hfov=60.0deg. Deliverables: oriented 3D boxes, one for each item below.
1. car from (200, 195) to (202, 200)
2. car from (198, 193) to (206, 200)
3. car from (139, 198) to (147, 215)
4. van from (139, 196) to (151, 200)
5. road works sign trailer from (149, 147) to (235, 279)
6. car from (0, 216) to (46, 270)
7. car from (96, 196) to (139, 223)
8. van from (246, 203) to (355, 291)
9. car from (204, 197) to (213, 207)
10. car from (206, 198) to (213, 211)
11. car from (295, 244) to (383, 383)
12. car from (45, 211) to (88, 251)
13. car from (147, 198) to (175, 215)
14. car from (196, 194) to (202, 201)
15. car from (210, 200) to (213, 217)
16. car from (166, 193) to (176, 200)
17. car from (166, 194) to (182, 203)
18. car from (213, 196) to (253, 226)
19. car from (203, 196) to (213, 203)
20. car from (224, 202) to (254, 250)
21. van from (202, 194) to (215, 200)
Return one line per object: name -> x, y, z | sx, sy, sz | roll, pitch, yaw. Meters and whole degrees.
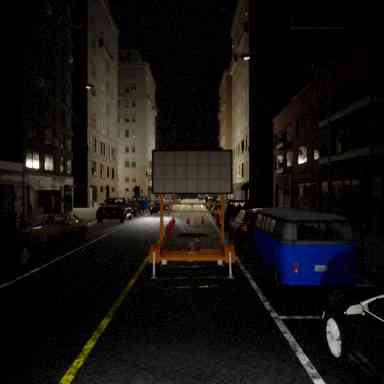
car -> 2.699, 1.501, 54.243 | 1.752, 1.417, 4.829 | 0, 0, 0
car -> 2.722, 1.237, 92.439 | 2.192, 1.841, 5.009 | 0, 0, 0
car -> -5.840, 1.545, 31.387 | 2.008, 1.369, 4.403 | 0, 0, 0
van -> -5.837, 1.335, 37.055 | 1.690, 1.788, 3.998 | 0, 0, 0
road works sign trailer -> 0.005, 0.463, 10.030 | 2.380, 3.560, 2.880 | 0, 0, 0
car -> -5.854, 1.544, 8.714 | 1.887, 1.381, 4.507 | 0, 0, 0
car -> -5.844, 1.311, 25.719 | 2.192, 1.841, 5.009 | 0, 0, 0
van -> 2.672, 1.340, 8.718 | 1.690, 1.788, 3.998 | 0, 0, 0
car -> 2.689, 1.544, 37.064 | 2.008, 1.369, 4.403 | 0, 0, 0
car -> 2.685, 1.560, 31.395 | 1.947, 1.339, 4.313 | 0, 0, 0
car -> 2.669, 1.551, 3.049 | 2.008, 1.369, 4.403 | 0, 0, 0
car -> -5.851, 1.524, 14.212 | 1.752, 1.417, 4.829 | 0, 0, 0
car -> -3.081, 1.595, 33.206 | 1.895, 1.301, 4.718 | 0, 0, 0
car -> 2.716, 1.381, 81.269 | 1.967, 1.590, 4.097 | 0, 0, 0
car -> 2.682, 1.562, 25.726 | 1.947, 1.339, 4.313 | 0, 0, 0
car -> -5.803, 1.237, 92.429 | 2.192, 1.841, 5.009 | 0, 0, 0
car -> -2.966, 1.299, 59.061 | 2.097, 1.767, 4.553 | 0, 0, 0
car -> 2.678, 1.312, 20.056 | 2.192, 1.841, 5.009 | 0, 0, 0
car -> 2.692, 1.571, 42.734 | 1.802, 1.307, 4.206 | 0, 0, 0
car -> 2.675, 1.438, 14.387 | 1.967, 1.590, 4.097 | 0, 0, 0
van -> 2.696, 1.325, 48.404 | 1.690, 1.788, 3.998 | 0, 0, 0
